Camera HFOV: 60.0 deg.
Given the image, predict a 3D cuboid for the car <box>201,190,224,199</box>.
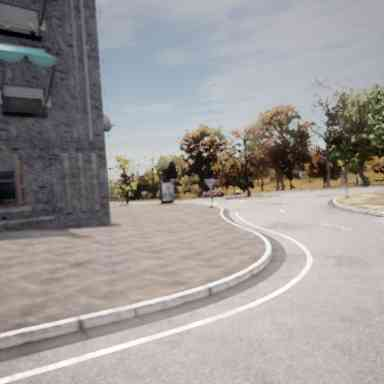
[{"bbox_3d":[3.189,0.385,52.468,1.994,1.385,4.181,-5,-1,-32],"label":"car"}]
